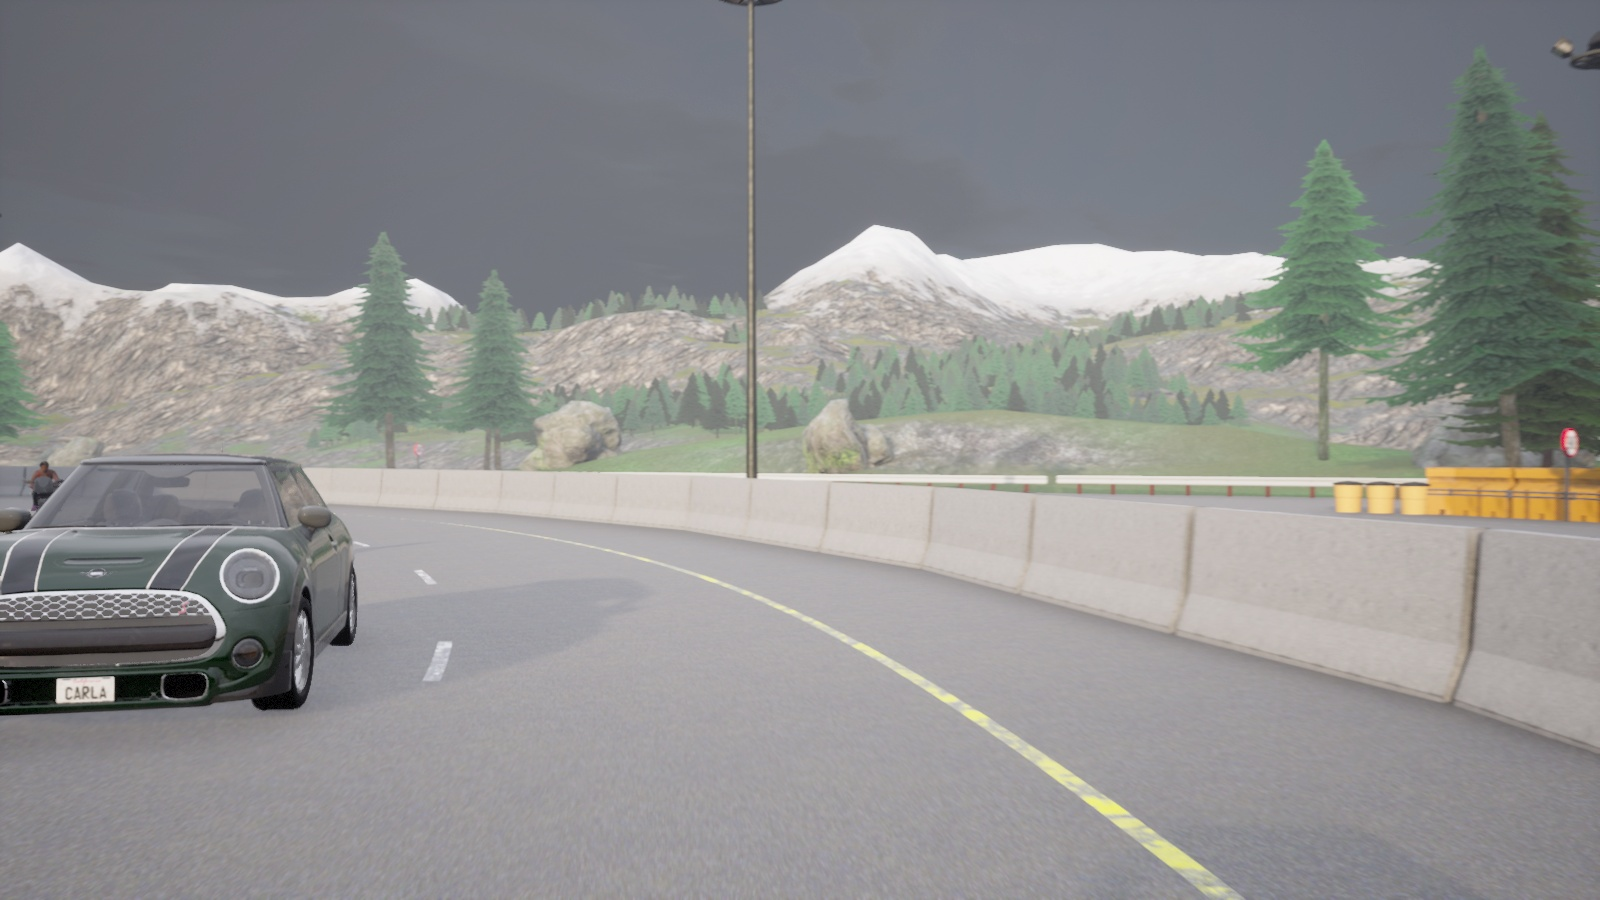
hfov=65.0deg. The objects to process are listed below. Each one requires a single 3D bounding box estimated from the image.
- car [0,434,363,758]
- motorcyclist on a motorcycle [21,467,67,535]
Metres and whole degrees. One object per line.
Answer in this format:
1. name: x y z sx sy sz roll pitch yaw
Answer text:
1. car: -4.530 0.840 9.182 2.097 1.767 4.553 0 -1 -14
2. motorcyclist on a motorcycle: -17.822 1.176 29.625 0.797 1.523 2.044 -1 0 -28
